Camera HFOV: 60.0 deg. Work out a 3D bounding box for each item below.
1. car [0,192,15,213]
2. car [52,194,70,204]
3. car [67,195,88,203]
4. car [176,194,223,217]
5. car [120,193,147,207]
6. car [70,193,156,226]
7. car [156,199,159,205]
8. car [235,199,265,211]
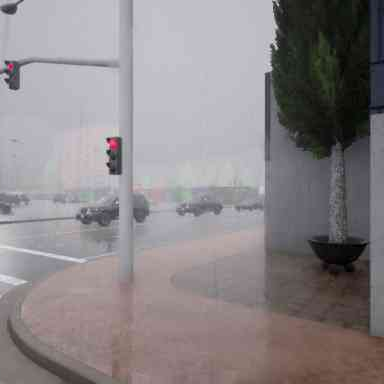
[{"bbox_3d":[-20.102,1.156,33.640,3.866,1.878,1.905,0,0,35],"label":"car"},{"bbox_3d":[-23.069,1.153,59.788,4.605,1.855,1.932,0,0,35],"label":"car"},{"bbox_3d":[-21.340,1.364,62.113,3.905,1.438,1.784,0,0,35],"label":"car"},{"bbox_3d":[0.841,1.221,32.086,2.150,2.045,5.566,0,0,37],"label":"car"},{"bbox_3d":[-8.772,1.156,49.662,3.866,1.878,1.905,0,0,35],"label":"car"},{"bbox_3d":[-5.430,1.221,23.684,2.150,2.045,5.566,0,0,36],"label":"car"},{"bbox_3d":[-7.087,1.395,52.017,3.806,1.475,1.970,0,0,35],"label":"car"},{"bbox_3d":[7.242,1.547,40.599,2.033,1.411,5.357,0,0,37],"label":"car"}]
